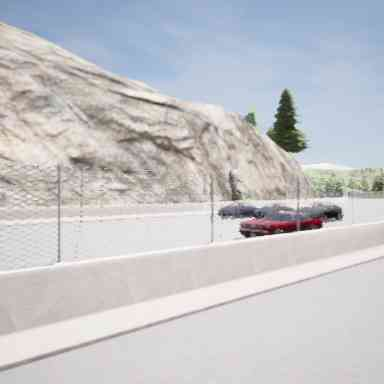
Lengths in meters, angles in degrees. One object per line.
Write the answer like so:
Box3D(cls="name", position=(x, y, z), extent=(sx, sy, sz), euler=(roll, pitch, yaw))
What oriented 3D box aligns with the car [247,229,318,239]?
Box3D(cls="car", position=(4.485, 1.632, 16.483), extent=(4.718, 1.301, 1.895), euler=(0, 0, -40))
